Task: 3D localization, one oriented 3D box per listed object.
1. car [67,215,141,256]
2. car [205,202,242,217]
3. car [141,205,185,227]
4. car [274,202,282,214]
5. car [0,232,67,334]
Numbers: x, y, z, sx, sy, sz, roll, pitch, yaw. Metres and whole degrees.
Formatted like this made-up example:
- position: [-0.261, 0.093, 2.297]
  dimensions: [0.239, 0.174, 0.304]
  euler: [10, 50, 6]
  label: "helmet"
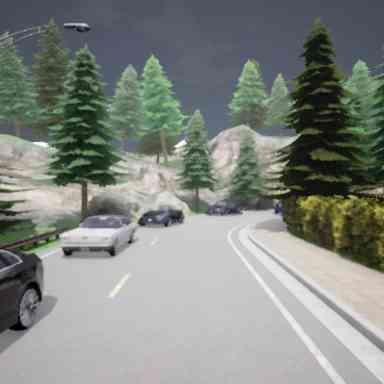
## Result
- position: [-3.538, 1.629, 13.366]
  dimensions: [1.895, 1.301, 4.718]
  euler: [0, 0, 2]
  label: "car"
- position: [3.126, 1.633, 32.600]
  dimensions: [1.994, 1.385, 4.181]
  euler: [0, 0, 42]
  label: "car"
- position: [-2.011, 1.613, 23.177]
  dimensions: [1.994, 1.385, 4.181]
  euler: [0, 0, 20]
  label: "car"
- position: [10.803, 1.426, 34.911]
  dimensions: [4.553, 1.767, 2.097]
  euler: [0, 0, -34]
  label: "car"
- position: [-3.578, 1.501, 4.093]
  dimensions: [2.128, 1.511, 4.902]
  euler: [0, 0, 0]
  label: "car"
